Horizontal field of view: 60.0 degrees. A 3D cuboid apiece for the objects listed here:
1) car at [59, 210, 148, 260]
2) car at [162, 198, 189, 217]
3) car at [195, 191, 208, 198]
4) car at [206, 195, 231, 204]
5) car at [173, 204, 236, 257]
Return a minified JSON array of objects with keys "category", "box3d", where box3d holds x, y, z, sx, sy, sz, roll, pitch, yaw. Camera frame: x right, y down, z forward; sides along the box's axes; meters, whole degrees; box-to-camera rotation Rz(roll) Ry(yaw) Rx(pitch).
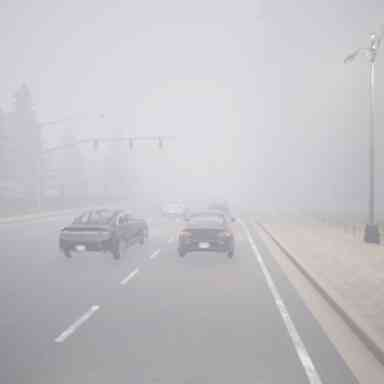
[{"category":"car","box3d":[-2.929,1.376,11.999,2.128,1.511,4.902,0,1,7]},{"category":"car","box3d":[-1.268,1.259,27.598,1.812,1.442,4.674,0,1,7]},{"category":"car","box3d":[2.332,0.562,82.410,2.097,1.767,4.553,0,1,22]},{"category":"car","box3d":[2.212,1.262,27.223,1.812,1.442,4.674,0,1,7]},{"category":"car","box3d":[0.625,1.406,12.280,1.812,1.442,4.674,0,1,7]}]
